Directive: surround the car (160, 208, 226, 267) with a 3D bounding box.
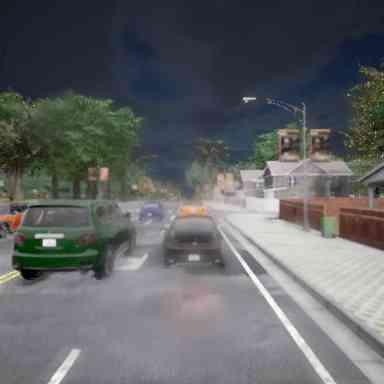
[{"bbox_3d":[0.069,1.504,11.324,1.837,1.490,4.892,0,0,0],"label":"car"}]

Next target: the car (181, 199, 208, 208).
[{"bbox_3d":[0.191,1.364,26.060,2.097,1.767,4.553,0,0,4],"label":"car"}]

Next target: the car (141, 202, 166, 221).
[{"bbox_3d":[-3.181,1.538,27.383,1.812,1.442,4.674,0,0,0],"label":"car"}]

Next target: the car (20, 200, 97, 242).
[{"bbox_3d":[-6.570,1.350,17.047,2.097,1.767,4.553,0,0,0],"label":"car"}]

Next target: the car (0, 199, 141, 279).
[{"bbox_3d":[-3.187,1.222,10.160,2.150,2.045,5.566,0,0,0],"label":"car"}]
